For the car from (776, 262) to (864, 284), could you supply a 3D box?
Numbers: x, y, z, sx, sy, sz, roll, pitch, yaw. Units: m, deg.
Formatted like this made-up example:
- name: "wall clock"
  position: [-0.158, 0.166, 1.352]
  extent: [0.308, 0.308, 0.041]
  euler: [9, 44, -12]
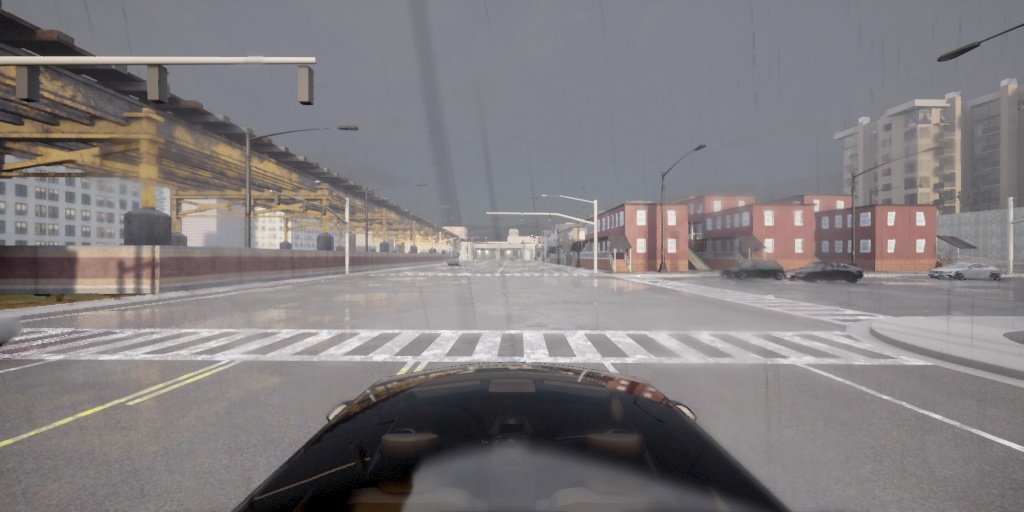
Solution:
- name: "car"
  position: [22.803, 1.241, 26.300]
  extent: [4.902, 1.511, 2.128]
  euler: [0, 0, 0]

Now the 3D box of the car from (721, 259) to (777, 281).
- name: "car"
  position: [19.977, 1.103, 29.797]
  extent: [4.553, 1.767, 2.097]
  euler: [0, 0, 0]

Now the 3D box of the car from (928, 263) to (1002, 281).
- name: "car"
  position: [37.581, 1.275, 29.788]
  extent: [4.674, 1.442, 1.812]
  euler: [0, 0, 0]

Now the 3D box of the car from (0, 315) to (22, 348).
- name: "car"
  position: [-10.501, 1.354, 4.696]
  extent: [1.895, 1.301, 4.718]
  euler: [0, 0, 0]
